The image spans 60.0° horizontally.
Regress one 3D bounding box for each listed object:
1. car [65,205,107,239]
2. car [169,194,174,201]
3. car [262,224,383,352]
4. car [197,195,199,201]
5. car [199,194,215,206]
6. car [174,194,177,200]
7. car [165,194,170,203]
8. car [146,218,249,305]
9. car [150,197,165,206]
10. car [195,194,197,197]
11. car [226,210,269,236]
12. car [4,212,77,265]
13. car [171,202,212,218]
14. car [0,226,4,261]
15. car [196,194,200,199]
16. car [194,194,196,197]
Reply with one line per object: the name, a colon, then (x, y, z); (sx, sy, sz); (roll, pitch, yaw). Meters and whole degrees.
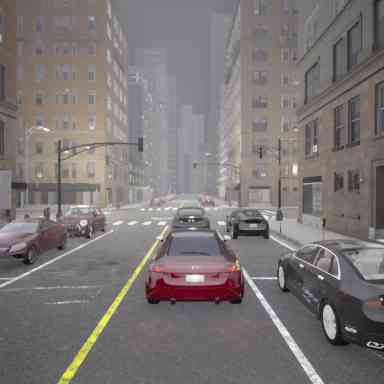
car: (-5.752, 1.441, 17.118); (1.967, 1.590, 4.097); (0, 0, 0)
car: (-5.989, 1.625, 81.093); (1.752, 1.417, 4.829); (0, 0, 0)
car: (2.828, 1.550, 6.158); (2.008, 1.369, 4.403); (0, 0, 0)
car: (2.588, 1.606, 65.068); (2.008, 1.369, 4.403); (0, 0, 0)
car: (2.621, 1.475, 54.250); (1.967, 1.590, 4.097); (0, 0, 0)
car: (-6.025, 1.456, 92.081); (2.192, 1.841, 5.009); (0, 0, 0)
car: (-5.937, 1.606, 65.037); (2.008, 1.369, 4.403); (0, 0, 0)
car: (0.042, 1.564, 8.156); (1.994, 1.385, 4.181); (0, 0, -1)
car: (-5.903, 1.617, 54.221); (1.802, 1.307, 4.206); (0, 0, 0)
car: (2.517, 1.559, 86.704); (1.967, 1.590, 4.097); (0, 0, 0)
car: (2.773, 1.566, 17.160); (1.947, 1.339, 4.313); (0, 0, 0)
car: (-5.725, 1.582, 11.617); (1.802, 1.307, 4.206); (0, 0, 0)
car: (-0.046, 1.505, 17.069); (1.837, 1.490, 4.892); (0, 0, 0)
car: (-5.697, 1.566, 6.115); (1.947, 1.339, 4.313); (0, 0, 0)
car: (2.552, 1.523, 75.886); (1.967, 1.590, 4.097); (0, 0, 0)
car: (2.499, 1.456, 92.113); (2.192, 1.841, 5.009); (0, 0, 0)
